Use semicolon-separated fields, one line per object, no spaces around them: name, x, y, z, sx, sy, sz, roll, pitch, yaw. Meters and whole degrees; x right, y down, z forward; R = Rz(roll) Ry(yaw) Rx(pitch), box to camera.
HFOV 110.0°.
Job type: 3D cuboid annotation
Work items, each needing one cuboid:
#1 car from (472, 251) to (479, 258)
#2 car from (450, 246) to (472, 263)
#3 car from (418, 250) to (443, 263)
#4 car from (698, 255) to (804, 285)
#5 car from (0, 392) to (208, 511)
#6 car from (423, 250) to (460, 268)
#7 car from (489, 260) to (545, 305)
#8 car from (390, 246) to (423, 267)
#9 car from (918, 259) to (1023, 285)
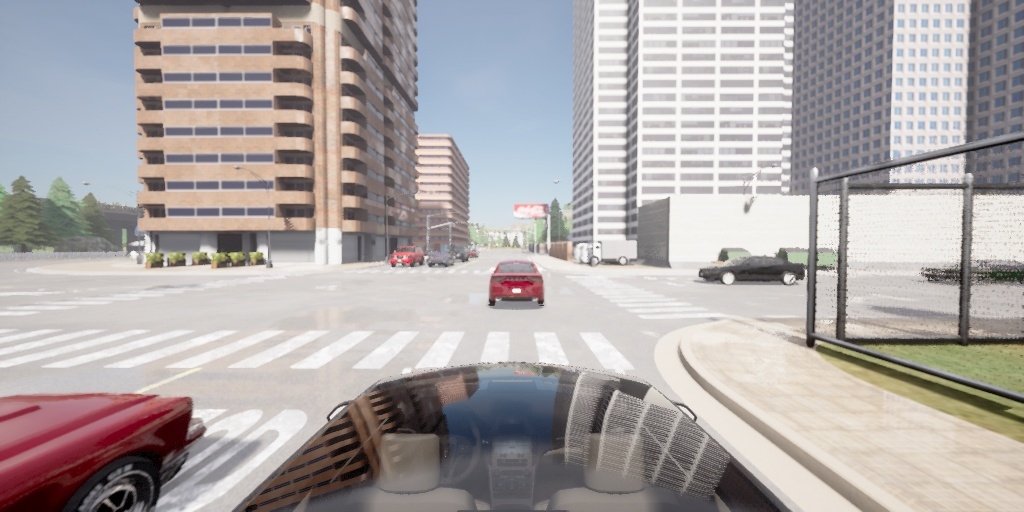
car;-6.692;-0.274;60.184;1.895;1.301;4.718;0;2;1
car;-6.848;-0.252;45.734;2.150;2.045;5.566;0;2;1
car;-10.346;0.015;45.856;2.128;1.511;4.902;0;2;1
car;12.520;0.693;18.968;5.008;1.535;1.882;0;2;0
car;-3.443;1.376;0.773;1.895;1.301;4.718;0;2;0
car;-6.904;0.357;35.558;2.033;1.411;5.357;0;2;0
car;0.167;0.879;13.783;1.882;1.535;5.008;0;2;0
car;-10.398;0.018;36.004;2.150;2.045;5.566;0;2;0
car;24.698;0.818;18.927;4.718;1.301;1.895;0;2;0
